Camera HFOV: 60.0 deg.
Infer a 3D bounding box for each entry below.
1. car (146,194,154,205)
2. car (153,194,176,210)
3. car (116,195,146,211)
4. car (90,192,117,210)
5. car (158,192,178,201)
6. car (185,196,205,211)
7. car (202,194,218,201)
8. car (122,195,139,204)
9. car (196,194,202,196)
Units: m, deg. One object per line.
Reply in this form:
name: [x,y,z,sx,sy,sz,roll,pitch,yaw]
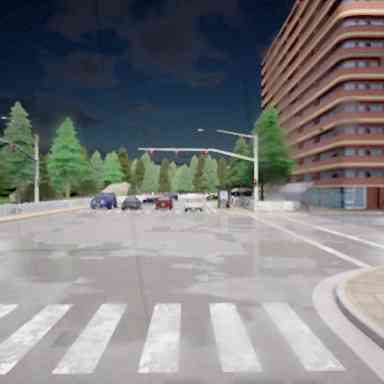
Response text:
car: [-6.855,1.379,53.993,1.895,1.301,4.718,0,0,2]
car: [-3.308,1.310,40.792,1.882,1.535,5.008,0,0,0]
car: [-6.895,1.390,38.282,2.033,1.411,5.357,0,0,-2]
car: [-10.503,1.057,40.114,2.150,2.045,5.566,0,0,0]
car: [-4.674,0.940,69.671,2.150,2.045,5.566,0,0,16]
car: [0.185,1.445,37.710,1.895,1.301,4.718,0,0,0]
car: [4.924,1.222,74.016,2.128,1.511,4.902,0,0,30]
car: [-10.276,1.295,56.204,1.812,1.442,4.674,0,0,3]
car: [2.306,1.211,76.431,1.812,1.442,4.674,0,0,33]
